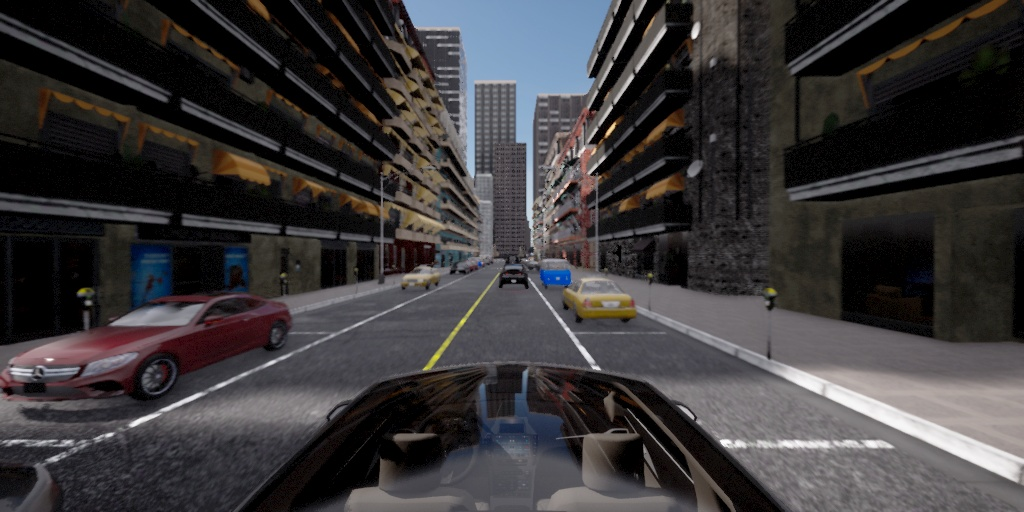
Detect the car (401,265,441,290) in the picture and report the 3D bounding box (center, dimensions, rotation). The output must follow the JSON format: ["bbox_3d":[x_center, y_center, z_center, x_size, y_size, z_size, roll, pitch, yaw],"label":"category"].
[{"bbox_3d":[-5.687,1.285,22.774,1.751,1.417,4.829,0,0,0],"label":"car"}]

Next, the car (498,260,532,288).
[{"bbox_3d":[0.107,1.265,24.050,1.837,1.490,4.892,0,0,0],"label":"car"}]

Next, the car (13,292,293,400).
[{"bbox_3d":[-5.691,1.334,6.373,1.802,1.307,4.207,0,0,0],"label":"car"}]

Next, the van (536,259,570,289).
[{"bbox_3d":[2.695,1.100,22.929,1.690,1.789,3.998,0,0,0],"label":"van"}]

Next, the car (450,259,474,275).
[{"bbox_3d":[-5.682,1.336,39.514,1.948,1.339,4.313,0,0,0],"label":"car"}]

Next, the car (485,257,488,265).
[{"bbox_3d":[-5.676,1.227,61.608,1.967,1.591,4.097,0,0,0],"label":"car"}]

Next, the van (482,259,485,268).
[{"bbox_3d":[-5.677,1.123,56.085,1.690,1.789,3.998,0,0,0],"label":"van"}]

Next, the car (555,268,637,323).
[{"bbox_3d":[2.691,1.279,12.052,1.751,1.417,4.829,0,0,0],"label":"car"}]

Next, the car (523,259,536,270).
[{"bbox_3d":[2.701,1.324,45.022,2.007,1.370,4.403,0,0,0],"label":"car"}]

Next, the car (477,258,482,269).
[{"bbox_3d":[-5.679,1.323,50.561,1.888,1.381,4.507,0,0,0],"label":"car"}]

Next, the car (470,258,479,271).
[{"bbox_3d":[-5.680,1.319,45.037,1.888,1.381,4.507,0,0,0],"label":"car"}]

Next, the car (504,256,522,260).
[{"bbox_3d":[0.113,0.997,48.656,2.150,2.045,5.566,0,0,0],"label":"car"}]
